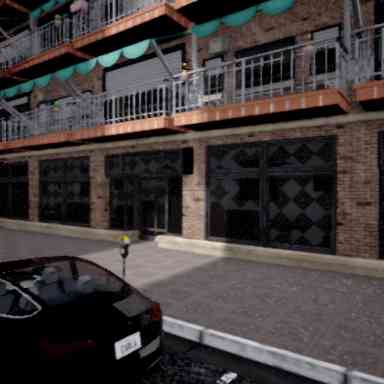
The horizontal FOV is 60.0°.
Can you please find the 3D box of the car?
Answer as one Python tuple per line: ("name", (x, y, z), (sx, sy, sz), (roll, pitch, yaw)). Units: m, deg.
("car", (-2.328, 1.557, 4.525), (4.313, 1.339, 1.947), (0, 0, 35))
